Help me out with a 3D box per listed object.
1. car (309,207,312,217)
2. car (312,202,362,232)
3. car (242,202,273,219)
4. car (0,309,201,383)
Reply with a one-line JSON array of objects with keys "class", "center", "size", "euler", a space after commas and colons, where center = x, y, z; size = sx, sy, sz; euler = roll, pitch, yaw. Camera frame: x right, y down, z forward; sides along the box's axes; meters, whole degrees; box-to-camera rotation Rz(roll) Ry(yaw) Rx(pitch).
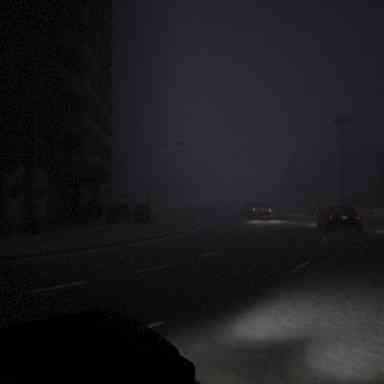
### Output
[{"class": "car", "center": [13.572, 1.802, 33.615], "size": [1.882, 1.535, 5.008], "euler": [0, -1, -6]}, {"class": "car", "center": [9.722, 1.627, 22.363], "size": [2.097, 1.767, 4.553], "euler": [0, 0, 11]}, {"class": "car", "center": [6.521, 1.779, 33.354], "size": [2.097, 1.767, 4.553], "euler": [0, -1, -5]}, {"class": "car", "center": [-2.206, 1.615, 2.178], "size": [4.718, 1.301, 1.895], "euler": [1, -1, -37]}]
